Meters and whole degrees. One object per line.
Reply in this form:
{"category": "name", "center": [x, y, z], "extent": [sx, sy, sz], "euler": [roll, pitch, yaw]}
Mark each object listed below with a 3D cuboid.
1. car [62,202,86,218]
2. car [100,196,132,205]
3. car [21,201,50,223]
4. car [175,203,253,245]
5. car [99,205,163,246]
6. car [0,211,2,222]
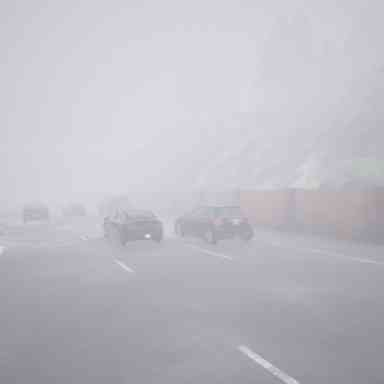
{"category": "car", "center": [-11.656, 1.733, 32.738], "extent": [1.812, 1.442, 4.674], "euler": [-1, 0, -27]}
{"category": "car", "center": [-7.496, 1.379, 32.313], "extent": [2.150, 2.045, 5.566], "euler": [-1, 0, -27]}
{"category": "car", "center": [-13.044, 1.691, 27.800], "extent": [1.882, 1.535, 5.008], "euler": [-1, 0, -27]}
{"category": "car", "center": [0.885, 1.374, 16.095], "extent": [2.097, 1.767, 4.553], "euler": [-1, 0, -28]}
{"category": "car", "center": [-2.943, 1.571, 15.879], "extent": [1.837, 1.490, 4.892], "euler": [-1, 0, -27]}
{"category": "car", "center": [-15.711, 1.788, 25.341], "extent": [2.033, 1.411, 5.357], "euler": [-1, 0, -27]}
